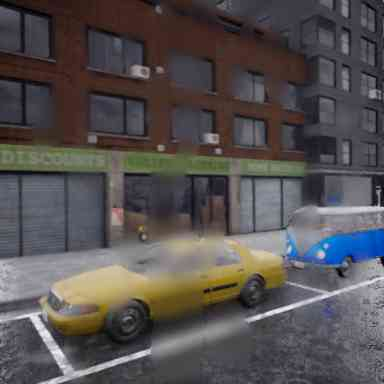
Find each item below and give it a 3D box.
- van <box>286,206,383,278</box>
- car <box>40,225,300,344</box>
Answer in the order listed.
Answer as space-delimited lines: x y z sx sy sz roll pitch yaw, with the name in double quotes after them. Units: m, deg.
4.450 1.321 9.721 3.998 1.788 1.690 0 -1 -35 "van"
-0.234 1.518 6.377 4.829 1.417 1.752 0 -1 -35 "car"
